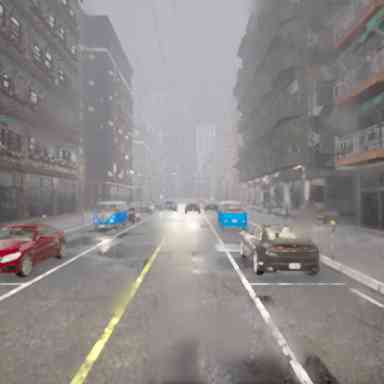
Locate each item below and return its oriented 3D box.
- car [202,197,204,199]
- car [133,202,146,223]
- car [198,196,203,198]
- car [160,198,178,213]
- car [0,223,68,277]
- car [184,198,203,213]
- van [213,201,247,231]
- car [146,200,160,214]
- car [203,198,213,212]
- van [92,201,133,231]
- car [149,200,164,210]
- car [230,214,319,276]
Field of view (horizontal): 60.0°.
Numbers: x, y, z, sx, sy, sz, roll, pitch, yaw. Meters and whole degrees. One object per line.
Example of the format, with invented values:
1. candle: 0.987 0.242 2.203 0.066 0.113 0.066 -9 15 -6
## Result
1. car: 2.556 1.944 50.185 1.887 1.381 4.507 1 0 0
2. car: -5.283 1.759 27.472 1.887 1.381 4.507 1 0 0
3. car: 2.672 2.268 88.240 1.887 1.381 4.507 1 -1 0
4. car: -2.821 1.813 42.457 1.882 1.535 5.008 0 -1 0
5. car: -5.289 1.663 10.459 1.802 1.307 4.206 1 0 0
6. car: 0.084 1.849 40.961 1.812 1.442 4.674 0 -1 0
7. van: 2.568 1.512 21.833 1.690 1.788 3.998 1 0 0
8. car: -5.287 1.856 38.813 2.008 1.369 4.403 1 0 0
9. car: 2.558 1.918 44.515 1.947 1.339 4.313 1 0 0
10. van: -5.279 1.511 21.802 1.690 1.788 3.998 1 0 0
11. car: -5.291 1.943 50.154 1.887 1.381 4.507 1 0 0
12. car: 2.570 1.633 10.490 2.008 1.369 4.403 1 0 0
